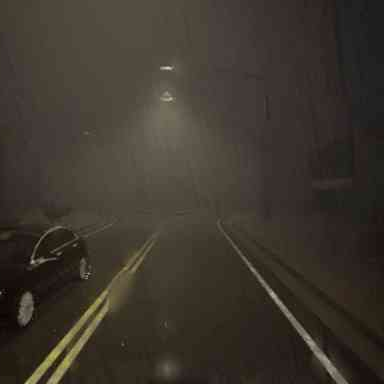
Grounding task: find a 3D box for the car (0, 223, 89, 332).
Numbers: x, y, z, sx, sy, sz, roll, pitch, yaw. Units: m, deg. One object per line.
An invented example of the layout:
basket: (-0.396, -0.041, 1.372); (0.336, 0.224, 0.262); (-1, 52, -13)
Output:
car: (-3.597, 1.488, 6.880); (1.837, 1.490, 4.892); (0, 1, 0)
